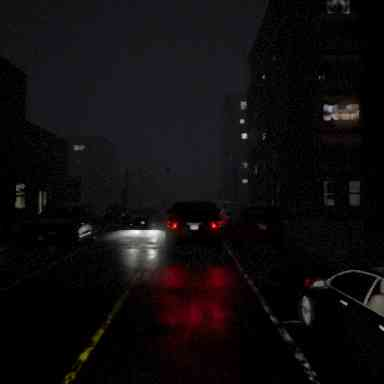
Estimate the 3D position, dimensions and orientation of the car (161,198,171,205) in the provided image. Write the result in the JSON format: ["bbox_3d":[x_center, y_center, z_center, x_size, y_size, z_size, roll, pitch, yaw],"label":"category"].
[{"bbox_3d":[-5.817,2.186,74.566,1.887,1.381,4.507,1,0,0],"label":"car"}]

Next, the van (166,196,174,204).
[{"bbox_3d":[-5.746,2.079,85.937,1.690,1.788,3.998,1,0,0],"label":"van"}]

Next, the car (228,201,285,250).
[{"bbox_3d":[2.695,1.446,14.986,2.192,1.841,5.009,1,0,0],"label":"car"}]

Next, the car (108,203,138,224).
[{"bbox_3d":[-5.696,1.664,25.800,1.967,1.590,4.097,1,0,0],"label":"car"}]

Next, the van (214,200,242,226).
[{"bbox_3d":[2.686,1.565,25.800,1.690,1.788,3.998,1,0,0],"label":"van"}]

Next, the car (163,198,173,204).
[{"bbox_3d":[-5.746,2.234,80.248,1.887,1.381,4.507,1,0,0],"label":"car"}]

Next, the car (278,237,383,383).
[{"bbox_3d":[2.701,1.588,4.170,2.008,1.369,4.403,1,0,0],"label":"car"}]

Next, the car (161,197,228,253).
[{"bbox_3d":[0.084,1.348,14.324,2.150,2.045,5.566,0,0,0],"label":"car"}]

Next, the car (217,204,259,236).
[{"bbox_3d":[2.688,1.618,20.392,1.967,1.590,4.097,1,0,0],"label":"car"}]

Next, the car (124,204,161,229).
[{"bbox_3d":[-3.116,1.763,22.999,1.994,1.385,4.181,0,0,0],"label":"car"}]

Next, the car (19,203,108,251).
[{"bbox_3d":[-5.684,1.446,14.986,2.192,1.841,5.009,1,0,0],"label":"car"}]

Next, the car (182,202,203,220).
[{"bbox_3d":[0.070,1.753,31.849,1.882,1.535,5.008,0,-1,0],"label":"car"}]

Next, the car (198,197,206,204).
[{"bbox_3d":[2.632,2.179,86.004,1.967,1.590,4.097,1,0,0],"label":"car"}]
